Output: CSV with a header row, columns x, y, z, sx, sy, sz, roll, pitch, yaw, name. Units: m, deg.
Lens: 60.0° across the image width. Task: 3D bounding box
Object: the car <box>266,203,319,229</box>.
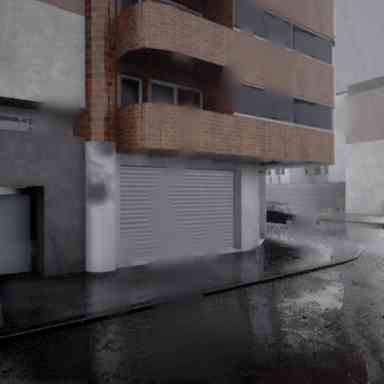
x,y,z,sx,sy,sz,roll,pitch,yaw,name
5.932,1.484,21.720,2.128,1.511,4.902,0,0,-32,car
